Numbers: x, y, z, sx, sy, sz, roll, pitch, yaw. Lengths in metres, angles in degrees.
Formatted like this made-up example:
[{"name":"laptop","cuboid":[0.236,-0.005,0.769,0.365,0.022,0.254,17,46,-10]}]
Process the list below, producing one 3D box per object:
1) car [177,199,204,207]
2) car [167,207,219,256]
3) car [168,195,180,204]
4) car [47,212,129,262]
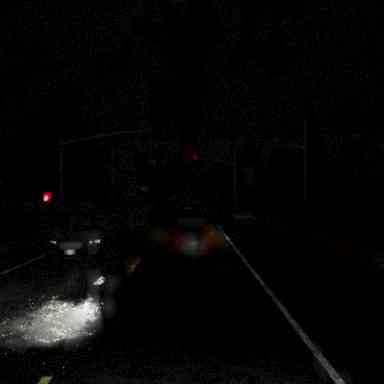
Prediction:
[{"name":"car","cuboid":[0.044,1.516,28.930,2.128,1.511,4.902,0,0,0]},{"name":"car","cuboid":[0.055,1.539,13.098,1.812,1.442,4.674,0,0,0]},{"name":"car","cuboid":[-3.564,1.417,66.460,2.097,1.767,4.553,0,0,0]},{"name":"car","cuboid":[-3.577,1.504,12.222,2.128,1.511,4.902,0,0,0]}]
